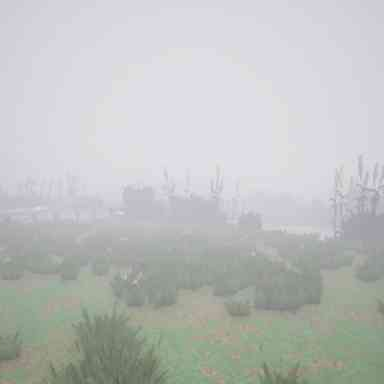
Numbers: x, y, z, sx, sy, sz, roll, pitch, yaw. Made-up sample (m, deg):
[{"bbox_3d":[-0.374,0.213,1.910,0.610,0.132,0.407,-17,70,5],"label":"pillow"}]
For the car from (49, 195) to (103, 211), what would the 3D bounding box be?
[{"bbox_3d":[-10.458,1.107,30.343,1.837,1.490,4.892,0,3,41],"label":"car"}]

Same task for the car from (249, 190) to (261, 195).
[{"bbox_3d":[10.224,0.765,47.494,2.150,2.045,5.566,0,-2,44],"label":"car"}]
